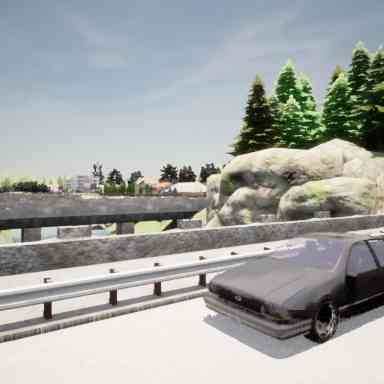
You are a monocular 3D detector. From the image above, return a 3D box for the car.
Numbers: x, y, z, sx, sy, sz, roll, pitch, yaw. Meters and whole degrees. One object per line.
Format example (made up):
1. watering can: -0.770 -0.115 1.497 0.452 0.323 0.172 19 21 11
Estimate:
1. car: 2.816 1.547 6.616 5.357 1.411 2.033 0 0 -36
